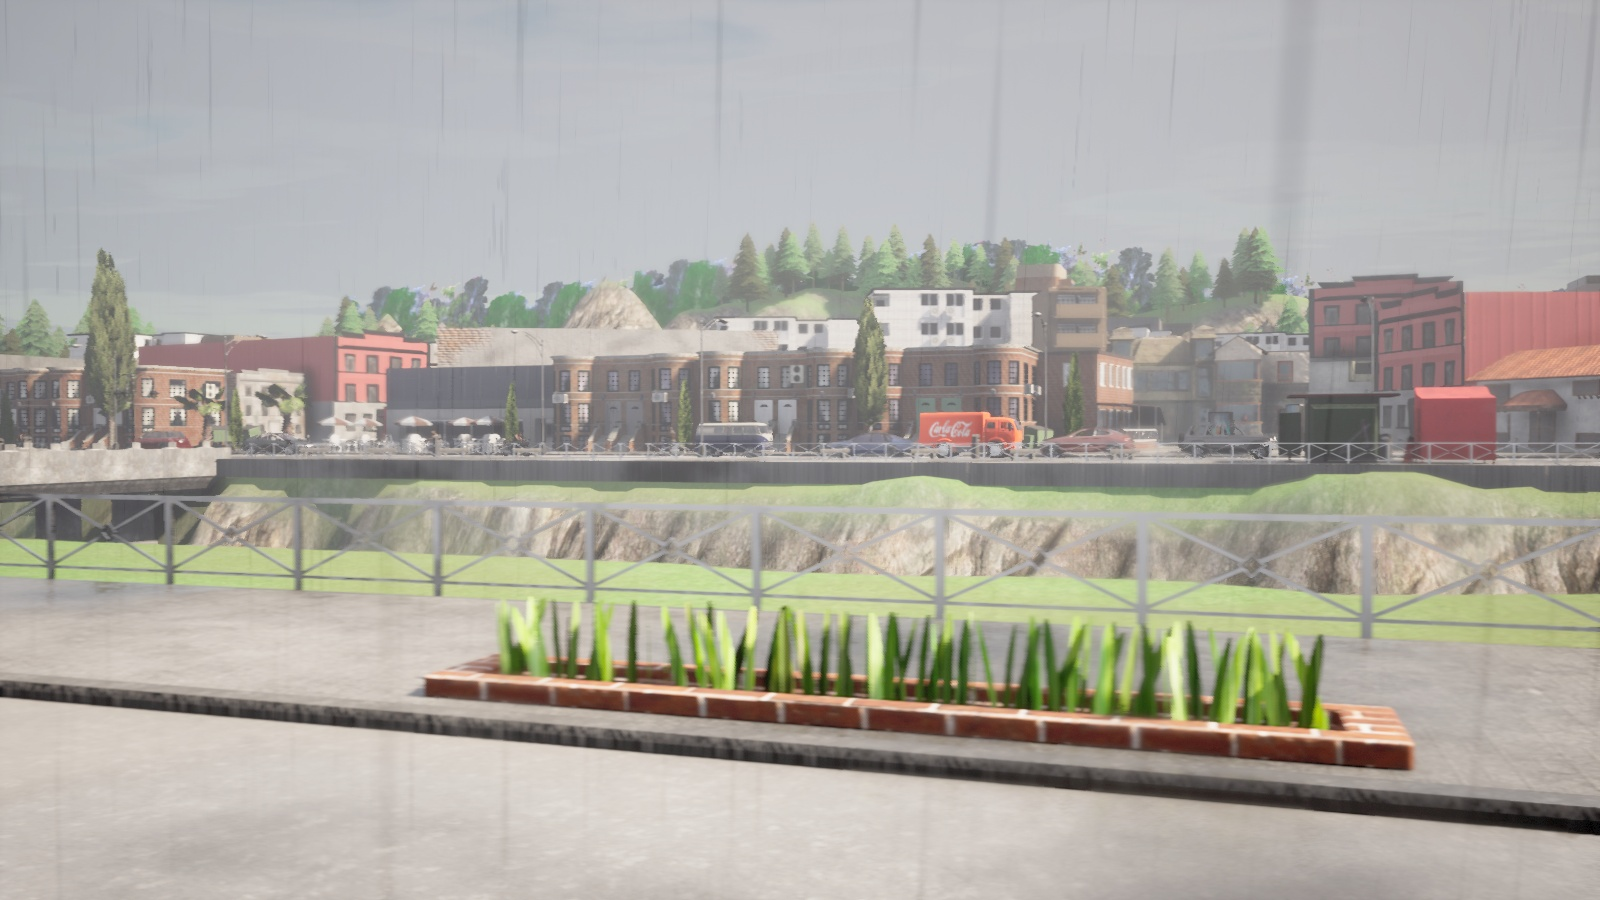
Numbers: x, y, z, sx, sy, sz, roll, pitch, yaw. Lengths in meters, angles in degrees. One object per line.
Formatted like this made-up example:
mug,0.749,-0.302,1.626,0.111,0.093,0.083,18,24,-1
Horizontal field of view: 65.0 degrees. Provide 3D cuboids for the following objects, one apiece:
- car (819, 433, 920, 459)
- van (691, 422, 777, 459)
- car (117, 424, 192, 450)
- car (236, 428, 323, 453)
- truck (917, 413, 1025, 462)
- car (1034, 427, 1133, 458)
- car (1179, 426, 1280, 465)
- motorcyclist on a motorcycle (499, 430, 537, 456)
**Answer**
car,3.975,-0.259,71.691,5.357,1.411,2.033,1,1,19
van,-3.651,-0.556,70.032,4.442,1.987,1.775,1,1,19
car,-45.336,-0.899,88.263,4.553,1.767,2.097,1,1,19
car,-33.106,-0.622,79.935,4.902,1.511,2.128,1,1,19
truck,8.988,-0.680,65.780,5.204,2.467,2.627,1,1,19
car,15.335,-0.424,67.869,5.027,1.651,2.152,1,1,19
car,21.091,-0.266,61.716,4.605,1.855,1.932,1,1,19
motorcyclist on a motorcycle,-16.723,-0.446,74.429,2.044,1.523,0.797,1,1,19
